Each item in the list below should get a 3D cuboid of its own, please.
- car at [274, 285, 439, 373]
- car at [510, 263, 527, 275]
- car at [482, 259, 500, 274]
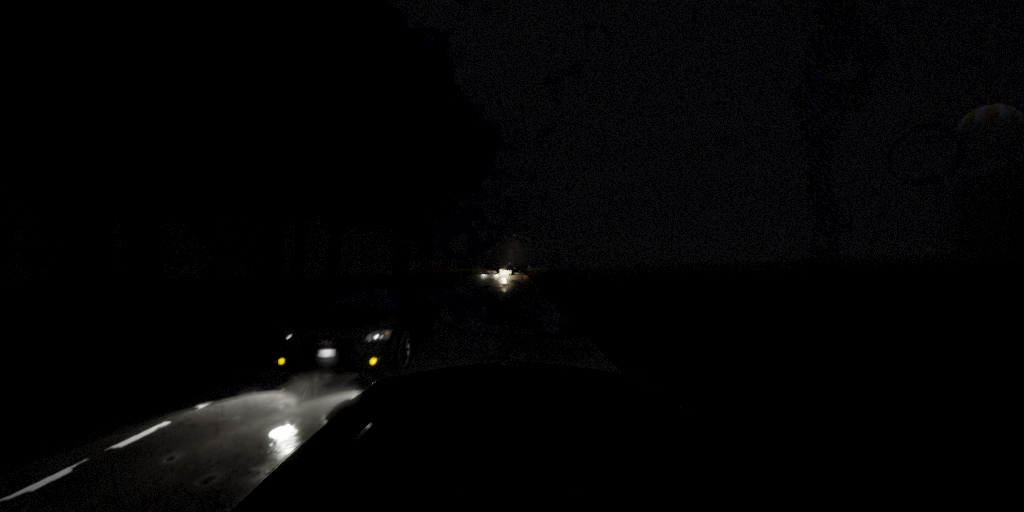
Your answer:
[{"bbox_3d":[-2.852,1.313,7.515,1.994,1.385,4.181,0,0,0],"label":"car"},{"bbox_3d":[0.943,1.663,46.687,1.812,1.442,4.674,0,-1,0],"label":"car"},{"bbox_3d":[-2.846,1.387,48.878,2.150,2.045,5.566,0,-1,0],"label":"car"}]
